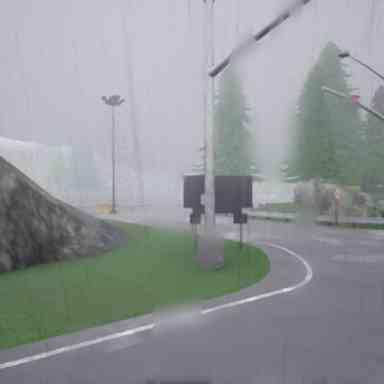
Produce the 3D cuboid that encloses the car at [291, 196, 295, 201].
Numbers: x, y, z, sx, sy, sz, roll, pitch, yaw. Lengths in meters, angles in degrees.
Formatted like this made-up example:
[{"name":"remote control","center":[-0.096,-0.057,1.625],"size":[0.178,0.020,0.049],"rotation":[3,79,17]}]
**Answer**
[{"name":"car","center":[23.230,1.236,70.482],"size":[5.357,1.411,2.033],"rotation":[0,0,-36]}]
